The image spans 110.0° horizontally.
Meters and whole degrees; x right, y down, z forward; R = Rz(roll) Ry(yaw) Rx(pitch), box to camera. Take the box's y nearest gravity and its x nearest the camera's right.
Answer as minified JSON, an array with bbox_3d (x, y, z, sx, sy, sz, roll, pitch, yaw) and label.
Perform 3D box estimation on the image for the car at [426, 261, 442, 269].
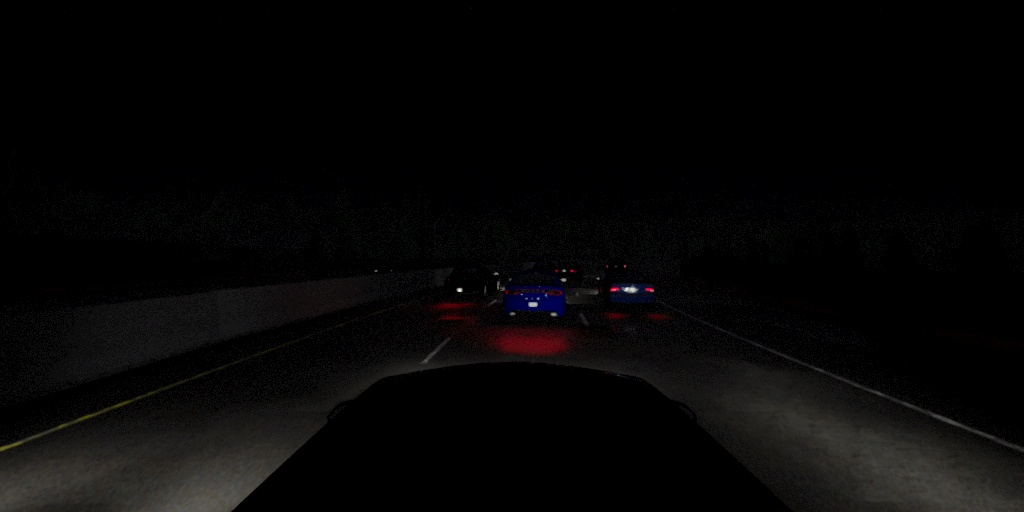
[{"bbox_3d":[-9.552,1.279,42.050,1.895,1.301,4.718,0,0,22],"label":"car"}]

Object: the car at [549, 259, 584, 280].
[{"bbox_3d":[4.910,1.207,30.439,2.033,1.411,5.357,0,0,19],"label":"car"}]

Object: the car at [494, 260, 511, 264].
[{"bbox_3d":[-1.367,1.181,43.262,1.812,1.442,4.674,0,0,26],"label":"car"}]

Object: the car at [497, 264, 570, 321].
[{"bbox_3d":[0.860,1.195,12.435,1.882,1.535,5.008,0,0,6],"label":"car"}]

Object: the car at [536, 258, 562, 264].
[{"bbox_3d":[3.367,1.177,36.153,1.812,1.442,4.674,0,0,21],"label":"car"}]

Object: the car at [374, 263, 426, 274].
[{"bbox_3d":[-9.746,1.289,30.962,1.895,1.301,4.718,0,0,17],"label":"car"}]

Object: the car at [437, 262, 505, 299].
[{"bbox_3d":[-1.857,1.208,17.864,1.837,1.490,4.892,0,0,9],"label":"car"}]

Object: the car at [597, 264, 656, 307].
[{"bbox_3d":[4.729,1.254,15.331,2.033,1.411,5.357,0,0,9],"label":"car"}]

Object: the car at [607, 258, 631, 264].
[{"bbox_3d":[10.190,0.986,34.332,2.097,1.767,4.553,0,0,22],"label":"car"}]
